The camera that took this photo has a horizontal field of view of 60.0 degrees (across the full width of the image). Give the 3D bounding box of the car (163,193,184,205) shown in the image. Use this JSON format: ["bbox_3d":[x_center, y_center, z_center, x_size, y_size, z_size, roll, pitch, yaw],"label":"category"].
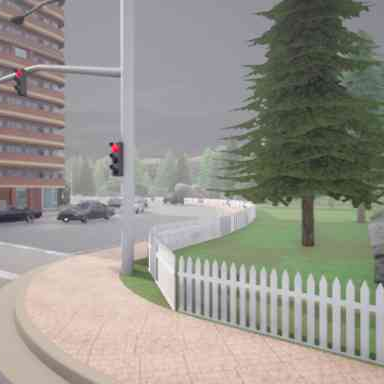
[{"bbox_3d":[-3.197,1.185,56.387,2.150,2.045,5.566,0,0,-24],"label":"car"}]

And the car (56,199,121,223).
[{"bbox_3d":[-7.837,1.503,25.318,2.033,1.411,5.357,0,0,17],"label":"car"}]

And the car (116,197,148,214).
[{"bbox_3d":[-6.204,1.484,34.761,1.812,1.442,4.674,0,0,3],"label":"car"}]

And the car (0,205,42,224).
[{"bbox_3d":[-12.723,1.558,22.638,1.895,1.301,4.718,0,0,23],"label":"car"}]
